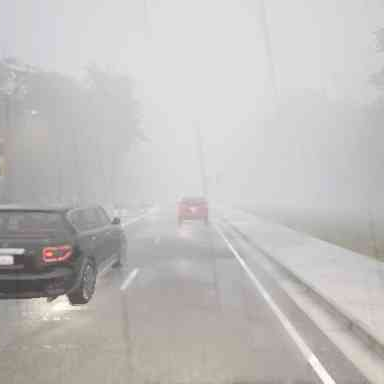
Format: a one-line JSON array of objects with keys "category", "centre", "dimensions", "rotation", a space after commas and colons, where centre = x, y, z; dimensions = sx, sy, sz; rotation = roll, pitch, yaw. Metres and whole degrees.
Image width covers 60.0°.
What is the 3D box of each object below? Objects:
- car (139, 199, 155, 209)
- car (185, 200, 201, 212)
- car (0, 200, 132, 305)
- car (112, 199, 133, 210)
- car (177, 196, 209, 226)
[{"category": "car", "centre": [-6.566, 1.760, 49.358], "dimensions": [2.033, 1.411, 5.357], "rotation": [0, 0, 1]}, {"category": "car", "centre": [0.096, 1.743, 43.394], "dimensions": [1.994, 1.385, 4.181], "rotation": [0, 0, 0]}, {"category": "car", "centre": [-3.151, 1.245, 8.272], "dimensions": [2.150, 2.045, 5.566], "rotation": [0, 0, 0]}, {"category": "car", "centre": [-9.821, 1.765, 47.339], "dimensions": [1.994, 1.385, 4.181], "rotation": [0, 0, 0]}, {"category": "car", "centre": [0.097, 1.309, 24.407], "dimensions": [2.150, 2.045, 5.566], "rotation": [0, 0, 0]}]
